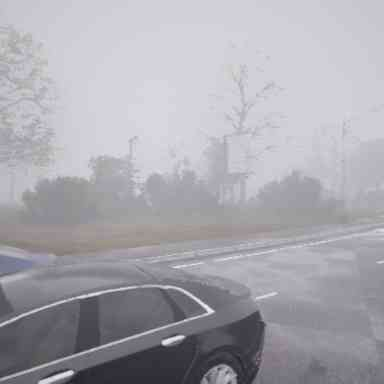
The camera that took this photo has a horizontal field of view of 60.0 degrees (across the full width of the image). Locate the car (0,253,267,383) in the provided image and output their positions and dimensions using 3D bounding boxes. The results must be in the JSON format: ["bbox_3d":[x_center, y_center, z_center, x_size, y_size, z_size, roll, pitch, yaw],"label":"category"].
[{"bbox_3d":[-1.417,1.514,3.059,4.892,1.490,1.837,0,0,-36],"label":"car"}]

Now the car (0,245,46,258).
[{"bbox_3d":[-4.467,1.538,5.175,4.674,1.442,1.812,0,0,-36],"label":"car"}]
